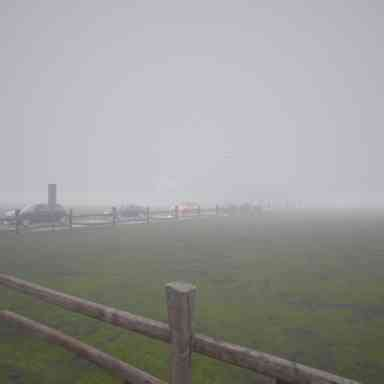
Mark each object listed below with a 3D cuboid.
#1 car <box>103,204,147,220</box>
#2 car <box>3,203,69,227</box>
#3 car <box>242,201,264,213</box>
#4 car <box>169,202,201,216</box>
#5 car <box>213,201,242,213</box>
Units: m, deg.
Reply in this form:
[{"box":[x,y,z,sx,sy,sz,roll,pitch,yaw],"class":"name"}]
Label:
[{"box":[-6.631,1.955,33.161,2.128,1.511,4.902,-1,-1,35],"class":"car"},{"box":[-11.952,1.650,25.633,2.097,1.767,4.553,-1,-1,35],"class":"car"},{"box":[9.205,2.208,50.476,2.097,1.767,4.553,-1,-1,35],"class":"car"},{"box":[-0.784,1.997,41.430,2.097,1.767,4.553,-1,-1,35],"class":"car"},{"box":[5.045,2.177,49.618,2.097,1.767,4.553,-1,-1,36],"class":"car"}]
